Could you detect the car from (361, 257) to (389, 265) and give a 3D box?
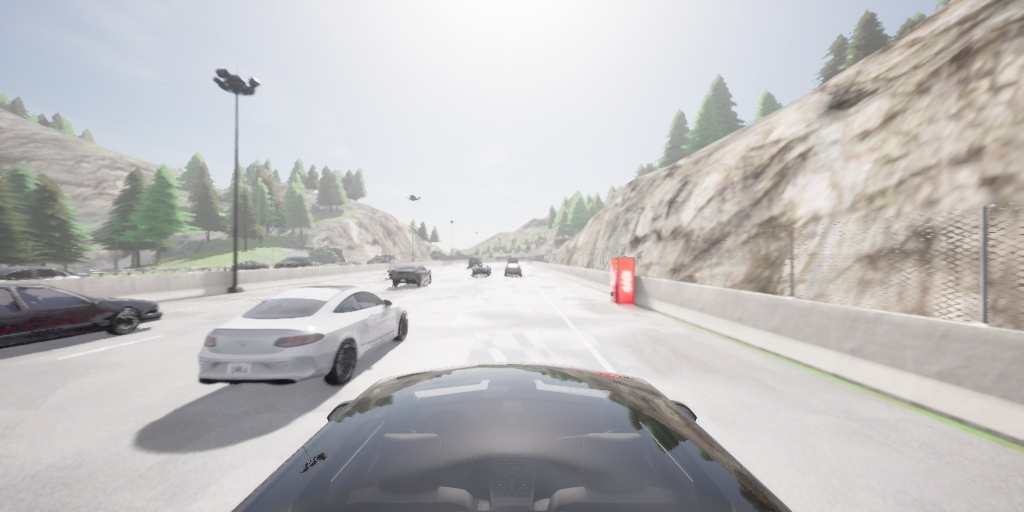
[{"bbox_3d":[-21.007,1.220,56.280,2.150,2.045,5.566,0,0,1],"label":"car"}]

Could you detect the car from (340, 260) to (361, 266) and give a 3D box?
[{"bbox_3d":[-24.515,1.419,54.872,2.128,1.511,4.902,0,0,1],"label":"car"}]

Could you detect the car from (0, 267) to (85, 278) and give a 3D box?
[{"bbox_3d":[-21.082,1.228,15.056,1.837,1.490,4.892,0,0,0],"label":"car"}]

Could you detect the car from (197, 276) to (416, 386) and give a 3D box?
[{"bbox_3d":[-3.466,1.288,6.895,1.812,1.442,4.674,0,0,1],"label":"car"}]

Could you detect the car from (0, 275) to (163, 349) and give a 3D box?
[{"bbox_3d":[-10.626,1.278,7.369,2.033,1.411,5.357,0,0,2],"label":"car"}]

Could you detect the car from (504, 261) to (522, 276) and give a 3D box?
[{"bbox_3d":[0.110,1.533,41.186,1.994,1.385,4.181,0,0,0],"label":"car"}]

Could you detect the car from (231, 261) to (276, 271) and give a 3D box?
[{"bbox_3d":[-31.534,1.320,43.366,2.128,1.511,4.902,0,0,1],"label":"car"}]

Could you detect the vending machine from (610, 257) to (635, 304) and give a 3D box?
[{"bbox_3d":[5.004,1.051,16.263,1.100,2.100,0.880,0,0,0],"label":"vending machine"}]

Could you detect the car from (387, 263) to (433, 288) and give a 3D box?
[{"bbox_3d":[-6.873,1.349,25.055,1.837,1.490,4.892,0,-1,0],"label":"car"}]

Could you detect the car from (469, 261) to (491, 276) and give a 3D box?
[{"bbox_3d":[-3.313,1.547,39.935,1.895,1.301,4.718,0,0,0],"label":"car"}]

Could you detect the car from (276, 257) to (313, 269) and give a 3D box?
[{"bbox_3d":[-28.029,1.085,46.309,2.150,2.045,5.566,0,0,1],"label":"car"}]
